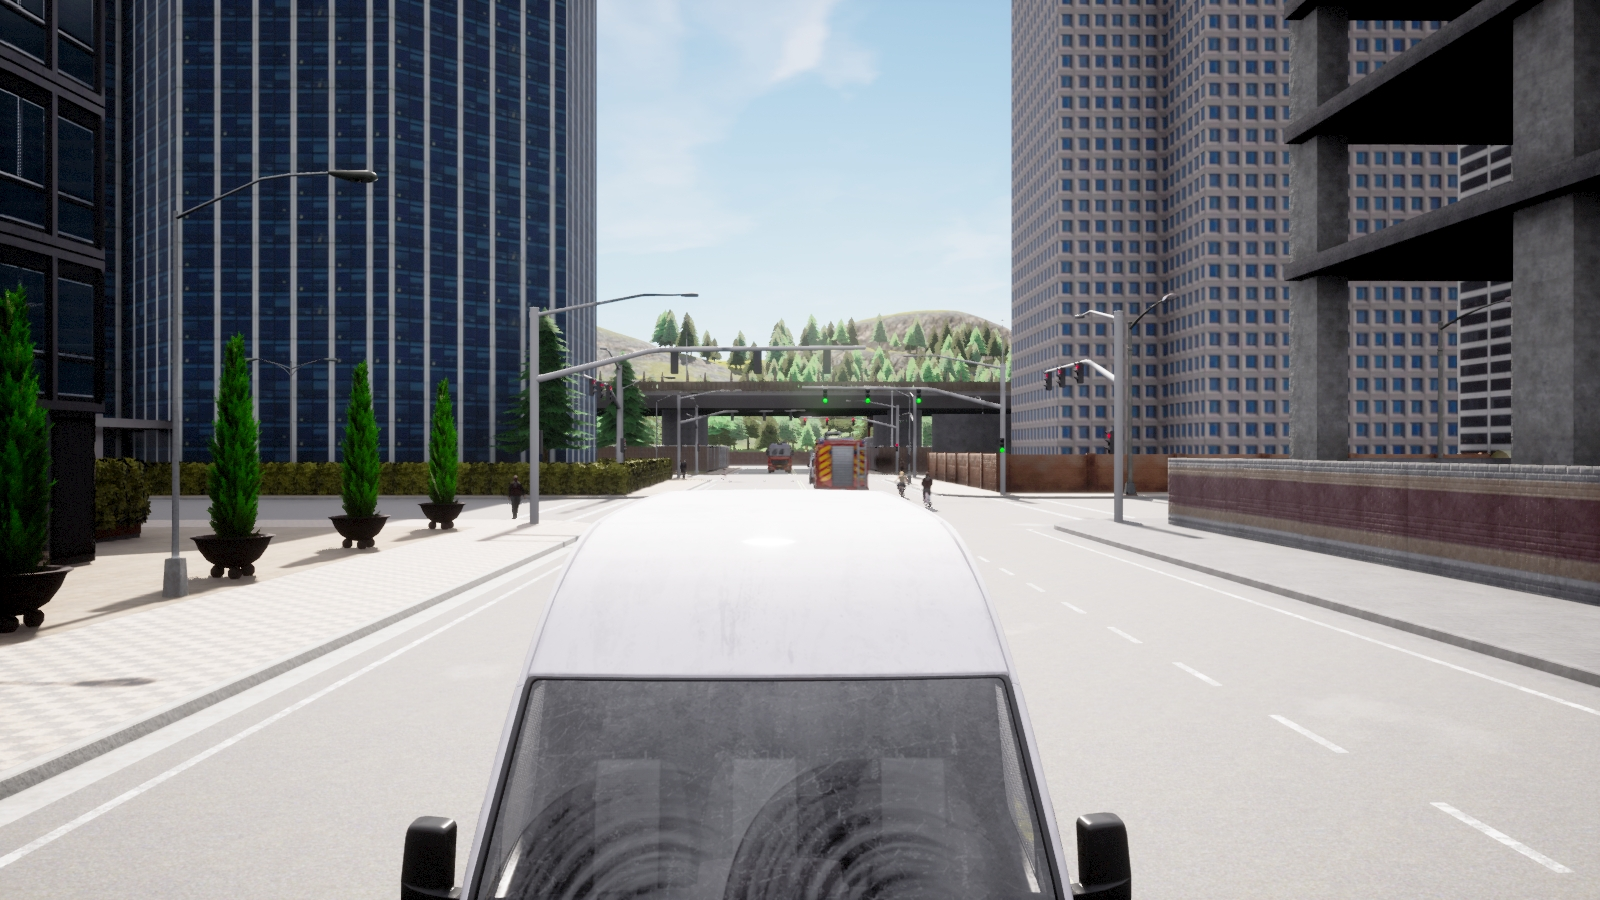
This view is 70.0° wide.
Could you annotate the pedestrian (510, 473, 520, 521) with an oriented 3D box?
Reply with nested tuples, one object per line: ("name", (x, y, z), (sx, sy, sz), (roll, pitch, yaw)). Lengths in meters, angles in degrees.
("pedestrian", (-11.160, 1.848, 44.731), (0.375, 1.860, 0.375), (0, 0, -15))

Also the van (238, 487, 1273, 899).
("van", (-0.128, 1.535, 5.152), (1.988, 2.561, 5.915), (0, 0, -1))

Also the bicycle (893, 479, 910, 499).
("bicycle", (5.810, 2.233, 65.406), (0.859, 1.126, 1.487), (0, 0, -1))

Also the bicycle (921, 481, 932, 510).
("bicycle", (5.991, 2.160, 54.162), (0.329, 1.271, 1.835), (0, 1, -1))

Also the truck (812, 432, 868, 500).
("truck", (2.278, 0.890, 67.853), (2.891, 3.827, 8.468), (0, 0, -1))
